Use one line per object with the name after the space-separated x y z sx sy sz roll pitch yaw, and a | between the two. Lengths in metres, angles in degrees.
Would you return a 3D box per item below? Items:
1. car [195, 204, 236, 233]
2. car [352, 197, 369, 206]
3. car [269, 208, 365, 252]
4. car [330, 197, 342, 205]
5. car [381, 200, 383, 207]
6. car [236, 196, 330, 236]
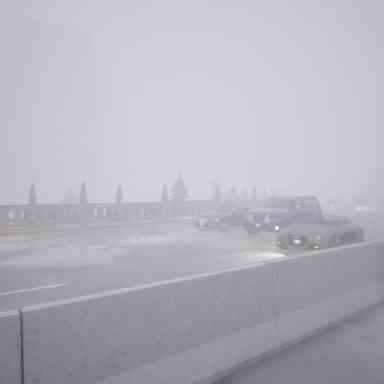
2.259 1.492 20.022 2.128 1.511 4.902 0 0 45 | car
26.850 1.489 53.091 2.128 1.511 4.902 0 0 18 | car
5.154 1.564 13.136 4.181 1.385 1.994 0 0 -44 | car
24.411 1.563 56.978 1.994 1.385 4.181 0 0 17 | car
28.855 1.599 48.286 1.895 1.301 4.718 0 0 21 | car
5.060 1.221 17.813 2.150 2.045 5.566 0 0 45 | car
